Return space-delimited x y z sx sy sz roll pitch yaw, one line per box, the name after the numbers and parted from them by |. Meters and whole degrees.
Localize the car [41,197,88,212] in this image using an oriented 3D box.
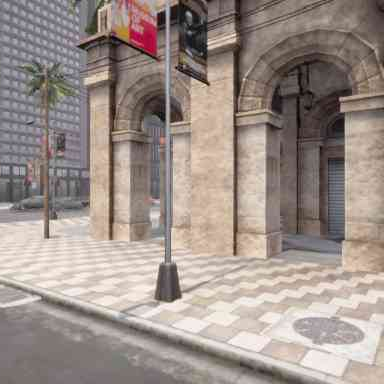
-14.900 1.564 39.084 1.994 1.385 4.181 0 0 36 | car

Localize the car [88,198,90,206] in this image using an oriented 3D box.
-16.291 1.513 48.472 2.161 1.482 4.786 0 0 35 | car

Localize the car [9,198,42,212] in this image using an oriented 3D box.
-18.970 1.492 39.408 2.128 1.511 4.902 0 0 36 | car

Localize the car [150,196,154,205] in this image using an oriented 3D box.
-8.291 1.352 54.325 2.097 1.767 4.553 0 0 36 | car
